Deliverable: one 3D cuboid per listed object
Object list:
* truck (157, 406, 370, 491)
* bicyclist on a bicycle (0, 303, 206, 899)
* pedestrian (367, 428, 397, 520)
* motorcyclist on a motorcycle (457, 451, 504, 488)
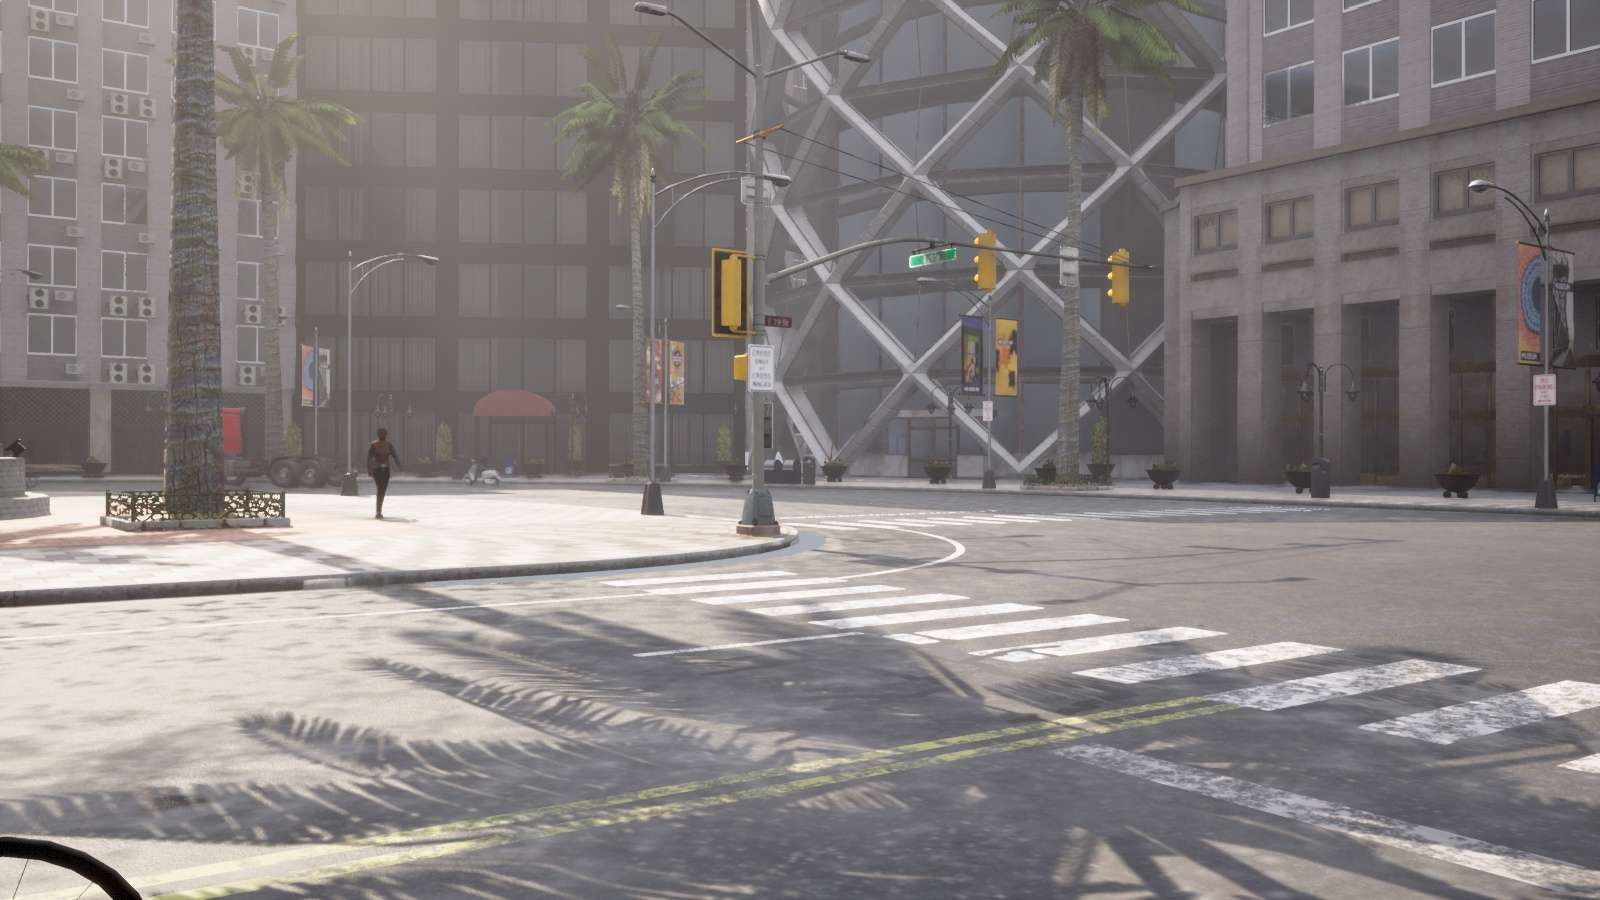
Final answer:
[{"bbox_3d":[-22.619,-0.059,53.079,7.936,3.462,2.891,0,0,8],"label":"truck"},{"bbox_3d":[-2.110,0.625,2.206,1.843,1.776,0.659,0,0,-35],"label":"bicyclist on a bicycle"},{"bbox_3d":[-8.363,0.481,25.112,0.328,1.805,0.869,0,0,-36],"label":"pedestrian"},{"bbox_3d":[-13.935,0.862,54.807,1.817,1.590,0.866,0,0,18],"label":"motorcyclist on a motorcycle"}]
